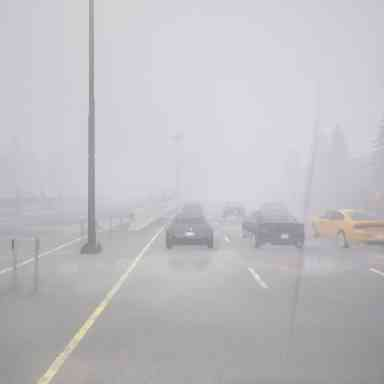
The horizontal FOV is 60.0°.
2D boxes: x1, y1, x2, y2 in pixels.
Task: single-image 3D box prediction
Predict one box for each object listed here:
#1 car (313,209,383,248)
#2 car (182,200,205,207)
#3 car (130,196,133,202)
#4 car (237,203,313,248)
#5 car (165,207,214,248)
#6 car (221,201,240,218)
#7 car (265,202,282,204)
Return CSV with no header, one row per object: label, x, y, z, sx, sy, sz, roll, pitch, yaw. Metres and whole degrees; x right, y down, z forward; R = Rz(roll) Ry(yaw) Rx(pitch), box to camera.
car,6.901,1.482,14.712,1.882,1.535,5.008,0,0,0
car,0.108,1.493,29.526,2.128,1.511,4.902,0,0,1
car,-12.818,1.445,75.844,1.837,1.490,4.892,0,0,1
car,3.401,1.482,14.694,1.882,1.535,5.008,0,0,0
car,-0.099,1.570,14.676,1.994,1.385,4.181,0,0,0
car,3.607,1.530,29.445,1.812,1.442,4.674,0,0,1
car,7.106,1.561,29.363,2.033,1.411,5.357,0,0,1
